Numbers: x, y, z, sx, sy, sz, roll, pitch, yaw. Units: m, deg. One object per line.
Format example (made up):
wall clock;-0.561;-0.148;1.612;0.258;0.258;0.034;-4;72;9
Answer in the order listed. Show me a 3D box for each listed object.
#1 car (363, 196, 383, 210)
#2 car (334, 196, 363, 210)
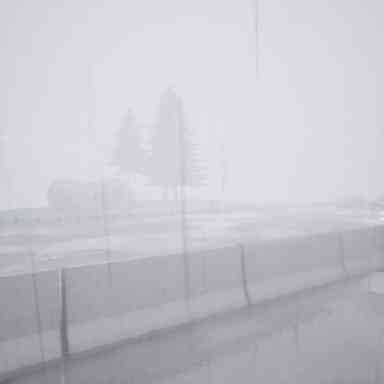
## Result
car;21.075;1.194;36.208;5.008;1.535;1.882;0;0;-35
car;18.477;1.214;38.657;4.902;1.511;2.128;-1;0;-35
